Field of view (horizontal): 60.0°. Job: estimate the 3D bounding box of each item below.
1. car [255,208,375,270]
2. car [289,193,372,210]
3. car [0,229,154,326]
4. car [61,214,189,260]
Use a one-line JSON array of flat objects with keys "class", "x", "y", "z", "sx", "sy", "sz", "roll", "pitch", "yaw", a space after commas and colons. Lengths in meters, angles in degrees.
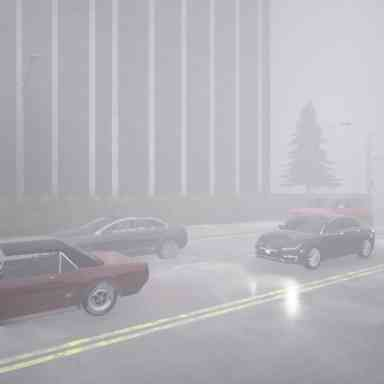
[{"class": "car", "x": 4.232, "y": 1.505, "z": 11.158, "sx": 4.892, "sy": 1.490, "sz": 1.837, "roll": 0, "pitch": 0, "yaw": -34}, {"class": "car", "x": 7.308, "y": 1.222, "z": 17.532, "sx": 5.566, "sy": 2.045, "sz": 2.150, "roll": 0, "pitch": 0, "yaw": -34}, {"class": "car", "x": -3.267, "y": 1.601, "z": 5.976, "sx": 4.718, "sy": 1.301, "sz": 1.895, "roll": 0, "pitch": 0, "yaw": -35}, {"class": "car", "x": -2.403, "y": 1.491, "z": 10.829, "sx": 4.902, "sy": 1.511, "sz": 2.128, "roll": 0, "pitch": 0, "yaw": -35}]
